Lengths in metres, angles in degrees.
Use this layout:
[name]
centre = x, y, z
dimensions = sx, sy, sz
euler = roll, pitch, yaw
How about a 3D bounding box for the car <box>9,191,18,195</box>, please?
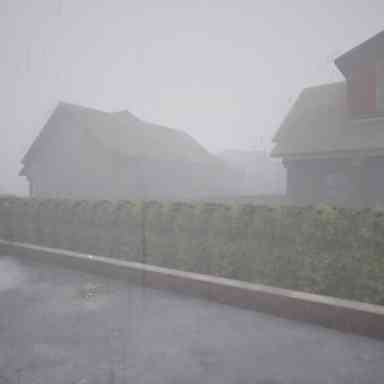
[car]
centre = -39.529, 0.815, 74.501
dimensions = 3.866, 1.878, 1.905
euler = 0, 0, 36
